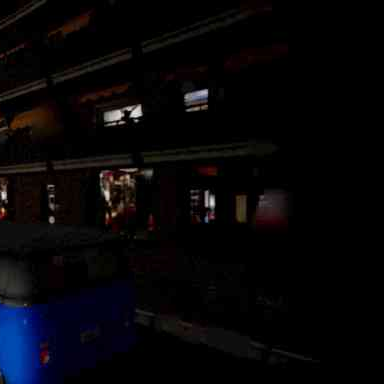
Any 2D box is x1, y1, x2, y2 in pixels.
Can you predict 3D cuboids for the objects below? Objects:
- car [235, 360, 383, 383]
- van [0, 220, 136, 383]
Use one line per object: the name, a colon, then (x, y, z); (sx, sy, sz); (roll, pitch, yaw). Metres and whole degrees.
car: (2.002, 1.582, 1.451); (4.206, 1.307, 1.802); (0, 0, 35)
van: (-2.629, 1.344, 4.755); (3.998, 1.788, 1.690); (0, 0, 35)
